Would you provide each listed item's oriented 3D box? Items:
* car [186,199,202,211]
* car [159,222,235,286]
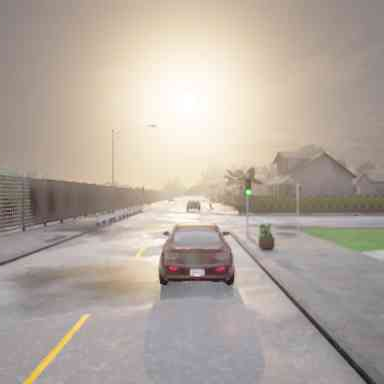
[{"bbox_3d":[0.209,1.747,43.830,1.837,1.490,4.892,0,0,0],"label":"car"},{"bbox_3d":[0.117,1.578,9.493,1.812,1.442,4.674,0,0,0],"label":"car"}]
